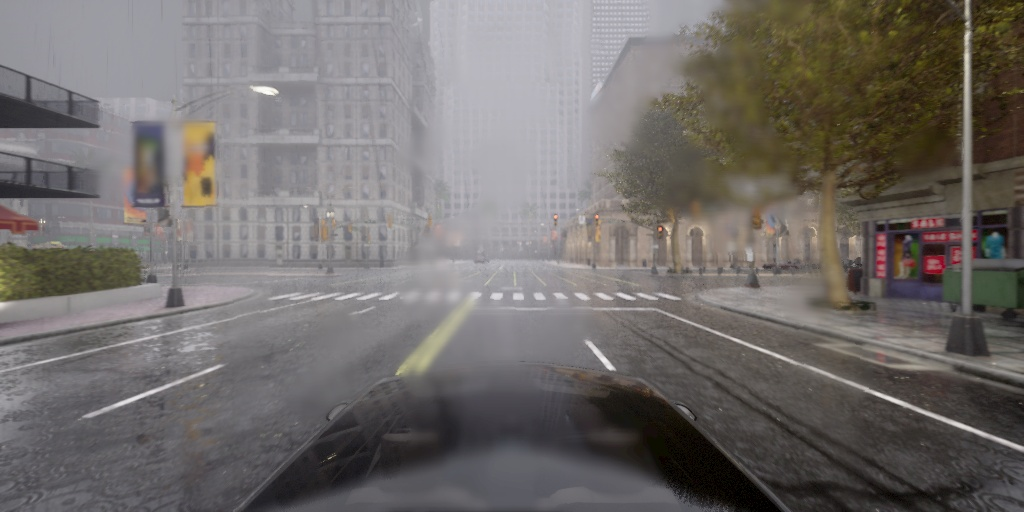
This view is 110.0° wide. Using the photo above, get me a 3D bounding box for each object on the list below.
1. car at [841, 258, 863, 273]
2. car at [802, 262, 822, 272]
[{"bbox_3d":[36.629,0.968,37.226,4.553,1.767,2.097,0,0,1],"label":"car"},{"bbox_3d":[36.488,1.080,40.723,5.008,1.535,1.882,0,0,1],"label":"car"}]
